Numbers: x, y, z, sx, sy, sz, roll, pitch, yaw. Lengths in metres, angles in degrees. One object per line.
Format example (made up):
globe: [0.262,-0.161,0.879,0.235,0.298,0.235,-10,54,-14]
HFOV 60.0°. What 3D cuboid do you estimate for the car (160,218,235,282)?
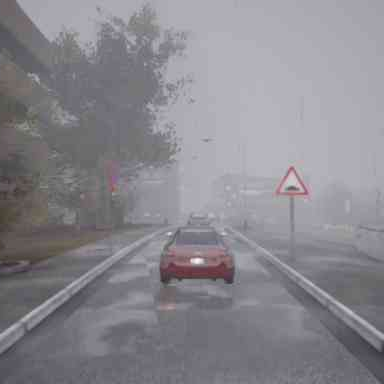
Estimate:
car: [0.145,1.711,10.162,1.994,1.385,4.181,0,-1,1]

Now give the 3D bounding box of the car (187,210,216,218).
car: [0.604,2.434,27.125,2.128,1.511,4.902,0,-4,2]

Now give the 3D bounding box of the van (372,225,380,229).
van: [34.590,7.388,64.879,1.878,1.987,4.442,8,-6,-29]

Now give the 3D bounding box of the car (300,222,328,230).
car: [22.623,6.443,62.991,2.002,1.452,4.674,8,-6,-29]

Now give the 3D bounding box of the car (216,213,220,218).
car: [1.969,4.181,59.326,2.435,2.045,5.566,2,-5,-30]

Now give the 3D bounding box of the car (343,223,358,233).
car: [28.474,7.013,64.145,1.946,1.575,5.366,7,-6,-29]

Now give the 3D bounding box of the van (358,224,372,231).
van: [31.617,7.084,64.390,1.878,1.987,4.442,8,-6,-29]

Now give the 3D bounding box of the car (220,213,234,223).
car: [4.849,4.490,59.908,2.185,1.767,4.553,5,-5,-31]

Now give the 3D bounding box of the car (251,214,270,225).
car: [10.819,4.939,60.954,2.435,2.045,5.566,8,-6,-30]

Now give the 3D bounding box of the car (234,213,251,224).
car: [7.821,4.755,60.400,2.185,1.767,4.553,7,-6,-30]

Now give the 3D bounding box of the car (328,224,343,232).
car: [25.593,6.747,63.496,2.002,1.452,4.674,8,-6,-29]

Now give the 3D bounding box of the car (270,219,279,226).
car: [13.651,5.497,61.638,1.946,1.575,5.366,8,-6,-30]
